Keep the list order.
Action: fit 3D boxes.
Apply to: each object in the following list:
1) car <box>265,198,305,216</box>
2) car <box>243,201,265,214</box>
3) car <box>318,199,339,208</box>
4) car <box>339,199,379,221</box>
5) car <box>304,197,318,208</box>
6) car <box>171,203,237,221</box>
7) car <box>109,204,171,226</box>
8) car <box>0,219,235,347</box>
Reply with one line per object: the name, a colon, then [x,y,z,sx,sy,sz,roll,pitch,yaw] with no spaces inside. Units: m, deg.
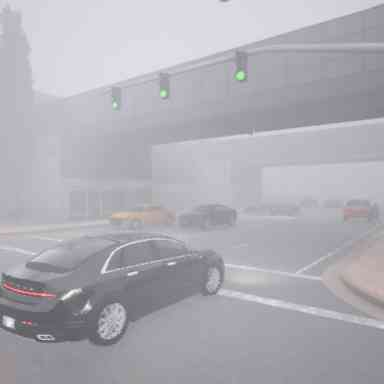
car: [9.268,1.610,32.918,1.994,1.385,4.181,0,0,36]
car: [7.351,1.664,36.224,1.895,1.301,4.718,0,0,36]
car: [20.336,1.644,47.870,2.033,1.411,5.357,0,0,36]
car: [13.888,1.363,27.219,2.097,1.767,4.553,0,0,36]
car: [17.511,1.454,49.938,1.882,1.535,5.008,0,0,36]
car: [1.120,1.529,21.799,1.882,1.535,5.008,0,0,36]
car: [-3.161,1.546,21.878,1.882,1.535,5.008,0,0,36]
car: [-1.121,1.536,6.557,1.837,1.490,4.892,-1,0,35]
